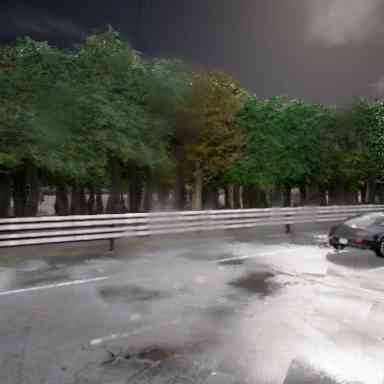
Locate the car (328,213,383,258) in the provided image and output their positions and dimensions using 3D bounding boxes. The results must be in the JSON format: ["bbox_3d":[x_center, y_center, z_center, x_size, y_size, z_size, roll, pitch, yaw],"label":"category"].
[{"bbox_3d":[7.184,1.540,12.840,4.674,1.442,1.812,0,0,-34],"label":"car"}]
